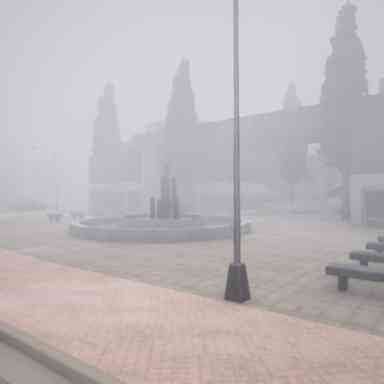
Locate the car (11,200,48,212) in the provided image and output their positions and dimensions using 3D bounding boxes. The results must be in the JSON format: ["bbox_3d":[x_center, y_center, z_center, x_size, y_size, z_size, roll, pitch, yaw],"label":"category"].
[{"bbox_3d":[-21.592,1.823,44.343,2.033,1.411,5.357,0,0,12],"label":"car"}]

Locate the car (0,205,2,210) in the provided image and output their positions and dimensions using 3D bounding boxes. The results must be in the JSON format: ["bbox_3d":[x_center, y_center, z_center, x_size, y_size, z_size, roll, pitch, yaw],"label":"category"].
[{"bbox_3d":[-25.560,1.882,40.752,1.895,1.301,4.718,0,0,5],"label":"car"}]
